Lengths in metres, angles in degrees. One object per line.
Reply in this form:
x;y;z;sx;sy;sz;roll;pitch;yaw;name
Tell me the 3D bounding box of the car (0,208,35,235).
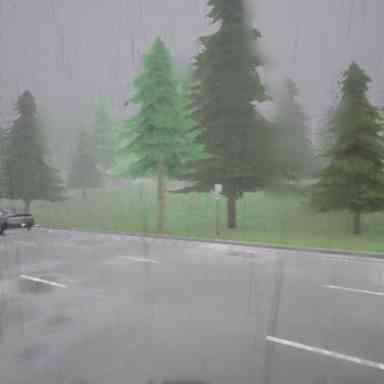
-11.810;1.729;20.758;4.902;1.511;2.128;-1;0;35;car
